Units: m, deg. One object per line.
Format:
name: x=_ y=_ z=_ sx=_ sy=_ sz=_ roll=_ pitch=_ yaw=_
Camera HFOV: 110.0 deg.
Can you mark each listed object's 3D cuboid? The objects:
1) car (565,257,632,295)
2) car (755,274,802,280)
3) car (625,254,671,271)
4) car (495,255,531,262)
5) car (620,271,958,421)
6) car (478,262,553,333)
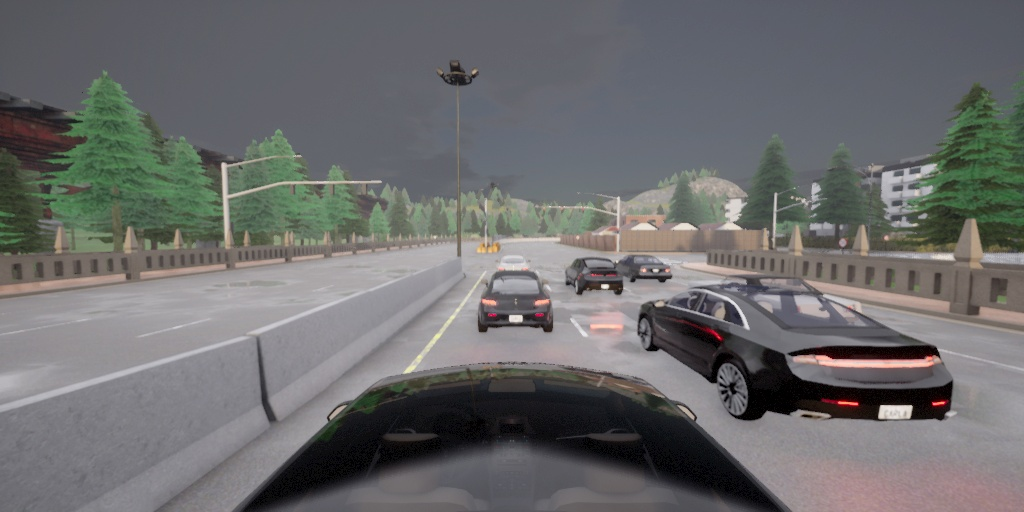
car: x=3.569 y=0.791 z=16.171 sx=1.837 sy=1.490 sz=4.892 roll=0 pitch=3 yaw=0
car: x=7.083 y=1.171 z=10.499 sx=1.895 sy=1.301 sz=4.718 roll=0 pitch=2 yaw=0
car: x=7.094 y=0.618 z=20.060 sx=2.033 sy=1.411 sz=5.357 roll=0 pitch=3 yaw=1
car: x=0.061 y=0.647 z=19.121 sx=1.812 sy=1.442 sz=4.674 roll=0 pitch=3 yaw=0
car: x=3.586 y=1.198 z=5.768 sx=2.128 sy=1.511 sz=4.902 roll=0 pitch=1 yaw=0
car: x=0.081 y=1.112 z=10.112 sx=1.812 sy=1.442 sz=4.674 roll=0 pitch=2 yaw=0
